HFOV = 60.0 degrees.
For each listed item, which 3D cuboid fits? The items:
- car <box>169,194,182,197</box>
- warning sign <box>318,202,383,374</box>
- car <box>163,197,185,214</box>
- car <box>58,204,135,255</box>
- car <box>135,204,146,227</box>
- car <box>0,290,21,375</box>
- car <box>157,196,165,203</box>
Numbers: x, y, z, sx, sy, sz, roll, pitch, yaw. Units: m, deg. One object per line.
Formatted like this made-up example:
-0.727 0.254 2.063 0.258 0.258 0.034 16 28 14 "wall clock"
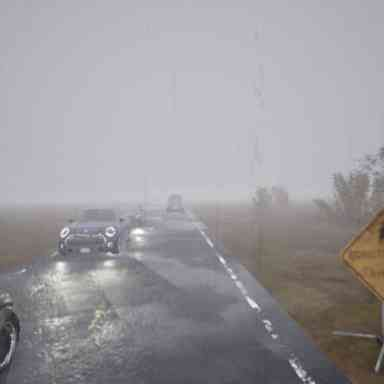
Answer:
-2.392 1.275 47.466 2.150 2.045 5.566 -1 0 -3 "car"
2.487 1.085 4.265 1.300 1.860 1.060 -1 0 -3 "warning sign"
-1.806 1.602 36.624 1.994 1.385 4.181 -1 0 -3 "car"
-3.768 1.405 13.579 2.097 1.767 4.553 -1 0 -3 "car"
-4.287 1.589 23.576 1.812 1.442 4.674 -1 0 -3 "car"
-3.194 1.606 2.758 1.994 1.385 4.181 -1 0 -4 "car"
-7.031 1.647 76.047 2.033 1.411 5.357 -1 0 -3 "car"
